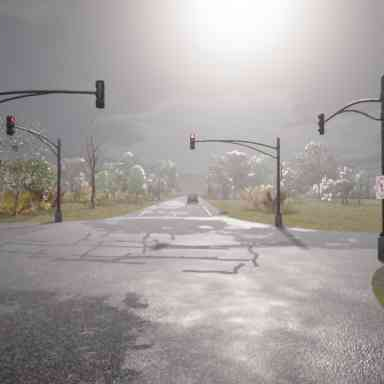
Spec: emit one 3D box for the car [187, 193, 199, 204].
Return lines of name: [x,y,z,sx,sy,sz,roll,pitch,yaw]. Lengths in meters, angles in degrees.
car: [0.157,1.293,67.595,2.150,2.045,5.566,0,0,0]
